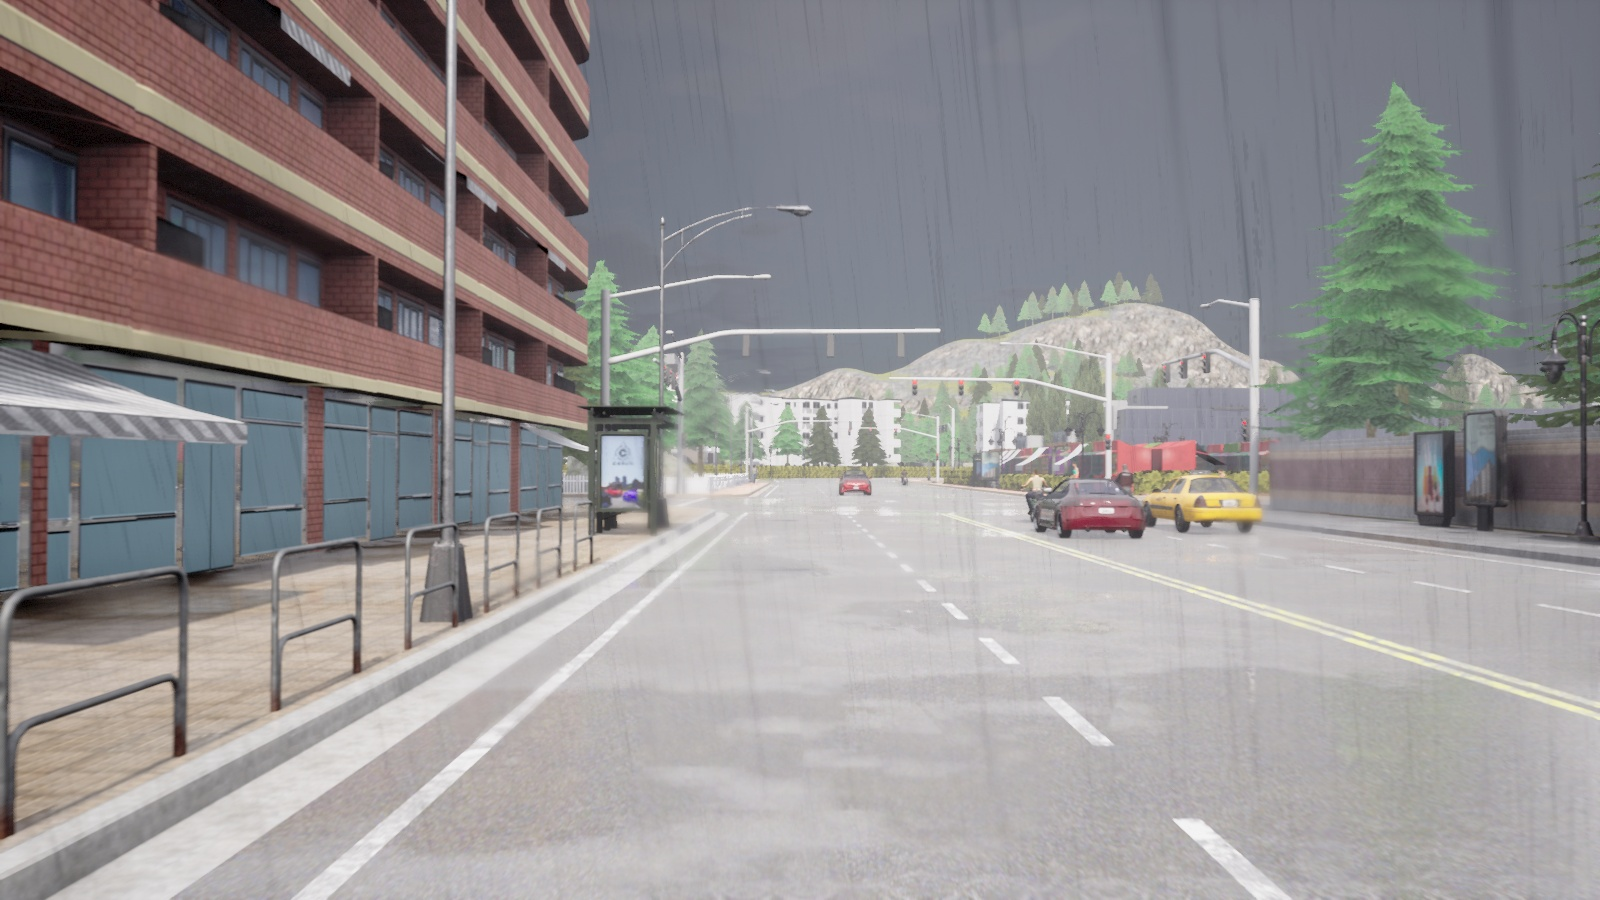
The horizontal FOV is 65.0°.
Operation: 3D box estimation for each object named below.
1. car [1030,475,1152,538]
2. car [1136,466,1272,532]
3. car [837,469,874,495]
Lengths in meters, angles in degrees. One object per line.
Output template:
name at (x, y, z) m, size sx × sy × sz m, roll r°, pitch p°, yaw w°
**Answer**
car at (6.921, 1.310, 30.342) m, size 1.994 × 1.385 × 4.181 m, roll 0°, pitch -1°, yaw 0°
car at (10.416, 1.208, 32.817) m, size 1.801 × 1.575 × 5.366 m, roll 0°, pitch -1°, yaw 0°
car at (3.309, 1.898, 75.767) m, size 2.007 × 1.525 × 4.514 m, roll 0°, pitch -1°, yaw 0°
